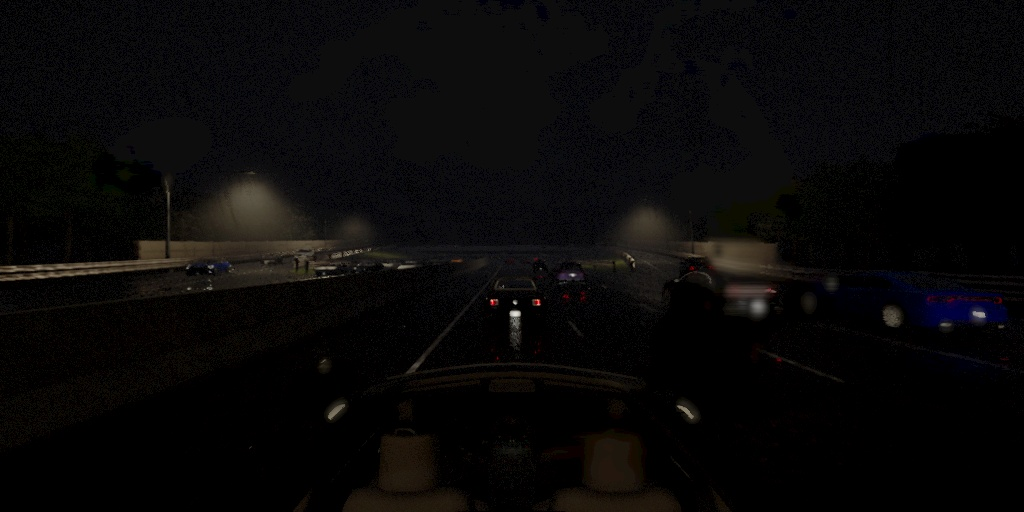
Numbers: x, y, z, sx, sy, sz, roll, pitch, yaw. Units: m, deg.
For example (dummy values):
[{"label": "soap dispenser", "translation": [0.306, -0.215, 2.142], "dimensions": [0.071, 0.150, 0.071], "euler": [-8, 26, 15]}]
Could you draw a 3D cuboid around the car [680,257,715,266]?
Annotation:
[{"label": "car", "translation": [15.910, 1.093, 30.877], "dimensions": [2.150, 2.045, 5.566], "euler": [0, 1, 18]}]

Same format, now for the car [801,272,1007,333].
[{"label": "car", "translation": [11.224, 1.232, 10.904], "dimensions": [1.882, 1.535, 5.008], "euler": [0, 0, 5]}]

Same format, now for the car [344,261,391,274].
[{"label": "car", "translation": [-14.169, 1.259, 35.528], "dimensions": [2.128, 1.511, 4.902], "euler": [0, 0, 0]}]

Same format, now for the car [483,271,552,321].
[{"label": "car", "translation": [0.095, 1.356, 12.440], "dimensions": [1.895, 1.301, 4.718], "euler": [0, 0, 0]}]

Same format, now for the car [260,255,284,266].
[{"label": "car", "translation": [-33.856, 0.580, 50.752], "dimensions": [2.128, 1.511, 4.902], "euler": [0, 2, -17]}]

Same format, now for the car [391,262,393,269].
[{"label": "car", "translation": [-17.757, 1.322, 52.886], "dimensions": [1.895, 1.301, 4.718], "euler": [0, 0, 0]}]

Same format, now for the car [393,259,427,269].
[{"label": "car", "translation": [-10.678, 1.294, 37.857], "dimensions": [1.812, 1.442, 4.674], "euler": [0, 0, 0]}]

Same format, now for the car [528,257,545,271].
[{"label": "car", "translation": [3.461, 1.267, 45.727], "dimensions": [1.837, 1.490, 4.892], "euler": [0, 0, 0]}]

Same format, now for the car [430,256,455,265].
[{"label": "car", "translation": [-10.774, 1.194, 55.873], "dimensions": [2.128, 1.511, 4.902], "euler": [0, 0, 0]}]

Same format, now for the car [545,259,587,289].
[{"label": "car", "translation": [3.575, 1.191, 23.419], "dimensions": [2.033, 1.649, 4.856], "euler": [0, 0, 0]}]

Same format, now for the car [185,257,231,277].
[{"label": "car", "translation": [-28.031, 0.914, 33.233], "dimensions": [2.097, 1.767, 4.553], "euler": [0, 1, -20]}]

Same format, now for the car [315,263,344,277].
[{"label": "car", "translation": [-17.670, 1.368, 35.889], "dimensions": [1.895, 1.301, 4.718], "euler": [0, 0, 0]}]

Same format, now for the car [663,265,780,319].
[{"label": "car", "translation": [7.095, 1.247, 12.779], "dimensions": [2.128, 1.511, 4.902], "euler": [0, 0, 0]}]
